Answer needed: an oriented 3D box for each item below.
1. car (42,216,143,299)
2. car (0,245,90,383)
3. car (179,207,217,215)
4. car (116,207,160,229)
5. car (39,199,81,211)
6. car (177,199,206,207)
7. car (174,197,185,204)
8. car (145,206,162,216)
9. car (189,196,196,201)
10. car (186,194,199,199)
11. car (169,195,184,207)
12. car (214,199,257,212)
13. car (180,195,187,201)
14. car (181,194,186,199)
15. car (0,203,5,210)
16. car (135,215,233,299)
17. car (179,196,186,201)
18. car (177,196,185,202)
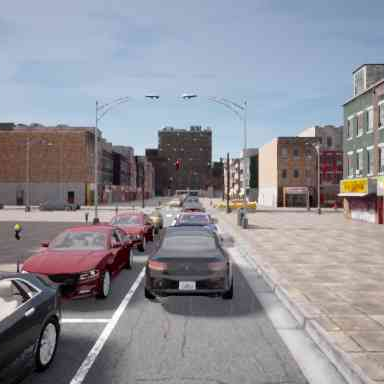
[{"bbox_3d":[-2.619,1.548,8.454,1.887,1.381,4.507,0,0,0],"label":"car"},{"bbox_3d":[-2.629,1.552,2.960,2.008,1.369,4.403,0,0,0],"label":"car"},{"bbox_3d":[0.121,1.611,15.684,1.895,1.301,4.718,0,0,0],"label":"car"},{"bbox_3d":[-2.610,1.553,13.949,1.887,1.381,4.507,0,0,0],"label":"car"},{"bbox_3d":[-14.474,1.505,36.553,4.181,1.385,1.994,0,0,0],"label":"car"},{"bbox_3d":[0.156,1.530,25.985,1.837,1.490,4.892,0,0,2],"label":"car"},{"bbox_3d":[-2.518,1.682,67.732,2.008,1.369,4.403,0,0,0],"label":"car"},{"bbox_3d":[-2.601,1.540,19.272,1.752,1.417,4.829,0,0,0],"label":"car"},{"bbox_3d":[0.159,1.817,92.107,1.895,1.301,4.718,0,0,0],"label":"car"},{"bbox_3d":[0.196,1.459,60.338,2.097,1.767,4.553,0,0,0],"label":"car"},{"bbox_3d":[-2.546,1.606,51.230,1.752,1.417,4.829,0,0,0],"label":"car"},{"bbox_3d":[5.144,1.595,39.570,5.008,1.535,1.882,1,0,0],"label":"car"},{"bbox_3d":[-2.471,1.672,94.952,1.967,1.590,4.097,0,0,0],"label":"car"},{"bbox_3d":[-2.536,1.411,56.843,2.192,1.841,5.009,0,0,0],"label":"car"},{"bbox_3d":[-23.226,1.383,36.525,4.892,1.490,1.837,0,0,0],"label":"car"},{"bbox_3d":[-0.041,1.529,8.320,1.812,1.442,4.674,0,0,1],"label":"car"},{"bbox_3d":[-2.481,1.757,89.508,1.887,1.381,4.507,0,0,0],"label":"car"},{"bbox_3d":[-2.500,1.695,78.449,1.752,1.417,4.829,0,0,0],"label":"car"}]
